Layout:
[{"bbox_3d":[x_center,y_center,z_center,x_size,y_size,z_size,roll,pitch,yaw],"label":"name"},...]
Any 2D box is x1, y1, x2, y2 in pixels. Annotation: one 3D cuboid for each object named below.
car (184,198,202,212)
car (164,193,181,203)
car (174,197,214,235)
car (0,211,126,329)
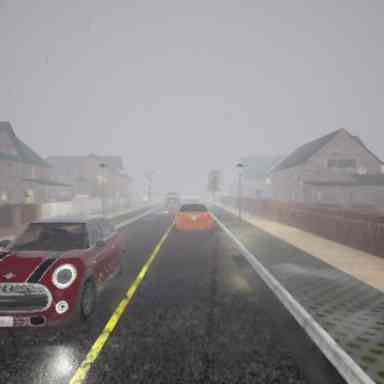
[{"bbox_3d":[0.100,1.556,40.229,2.128,1.511,4.902,0,0,0],"label":"car"},{"bbox_3d":[-2.750,0.967,47.732,2.150,2.045,5.566,0,0,0],"label":"car"},{"bbox_3d":[0.098,1.369,19.148,2.097,1.767,4.553,0,0,0],"label":"car"},{"bbox_3d":[-2.851,1.356,7.257,2.097,1.767,4.553,0,0,0],"label":"car"}]
